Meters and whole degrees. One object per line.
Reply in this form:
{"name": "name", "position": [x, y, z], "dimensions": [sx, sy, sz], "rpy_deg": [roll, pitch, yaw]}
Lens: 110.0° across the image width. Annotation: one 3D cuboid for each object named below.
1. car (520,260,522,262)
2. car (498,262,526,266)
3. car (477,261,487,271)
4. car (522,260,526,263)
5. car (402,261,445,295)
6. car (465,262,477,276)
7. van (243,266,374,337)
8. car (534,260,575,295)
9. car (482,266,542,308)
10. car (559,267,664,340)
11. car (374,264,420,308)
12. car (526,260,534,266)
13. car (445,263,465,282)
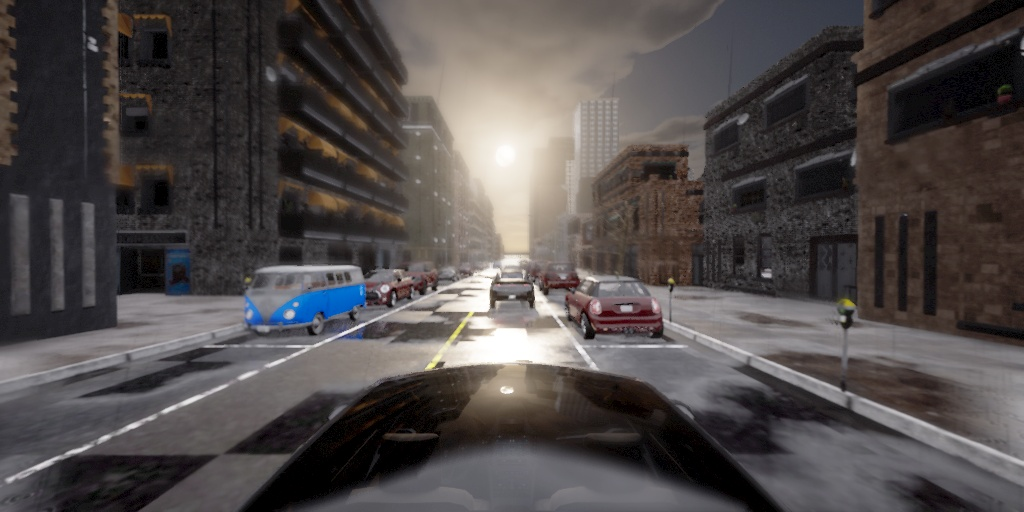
{"name": "car", "position": [2.718, 1.877, 63.880], "dimensions": [2.007, 1.370, 4.403], "rpy_deg": [0, 0, 0]}
{"name": "car", "position": [0.017, 1.529, 31.148], "dimensions": [1.837, 1.490, 4.892], "rpy_deg": [0, 0, 0]}
{"name": "car", "position": [-5.666, 1.713, 58.982], "dimensions": [1.967, 1.591, 4.097], "rpy_deg": [0, 0, 0]}
{"name": "car", "position": [2.708, 1.441, 42.750], "dimensions": [2.192, 1.841, 5.009], "rpy_deg": [0, 0, 0]}
{"name": "car", "position": [-5.683, 1.243, 21.133], "dimensions": [2.192, 1.841, 5.009], "rpy_deg": [0, 0, 0]}
{"name": "car", "position": [-5.673, 1.566, 42.760], "dimensions": [1.967, 1.591, 4.097], "rpy_deg": [0, 0, 0]}
{"name": "van", "position": [-5.688, 1.170, 10.319], "dimensions": [1.690, 1.789, 3.998], "rpy_deg": [0, 0, 0]}
{"name": "car", "position": [2.698, 1.243, 21.122], "dimensions": [2.192, 1.841, 5.009], "rpy_deg": [0, 0, 0]}
{"name": "car", "position": [0.011, 1.375, 16.141], "dimensions": [2.128, 1.511, 4.902], "rpy_deg": [0, 0, 0]}
{"name": "car", "position": [2.693, 1.269, 10.307], "dimensions": [1.967, 1.591, 4.097], "rpy_deg": [0, 0, 0]}
{"name": "car", "position": [-5.685, 1.319, 15.726], "dimensions": [1.967, 1.591, 4.097], "rpy_deg": [0, 0, 0]}
{"name": "car", "position": [2.703, 1.342, 31.936], "dimensions": [2.192, 1.841, 5.009], "rpy_deg": [0, 0, 0]}
{"name": "car", "position": [-5.678, 1.578, 31.947], "dimensions": [2.007, 1.370, 4.403], "rpy_deg": [0, 0, 0]}
